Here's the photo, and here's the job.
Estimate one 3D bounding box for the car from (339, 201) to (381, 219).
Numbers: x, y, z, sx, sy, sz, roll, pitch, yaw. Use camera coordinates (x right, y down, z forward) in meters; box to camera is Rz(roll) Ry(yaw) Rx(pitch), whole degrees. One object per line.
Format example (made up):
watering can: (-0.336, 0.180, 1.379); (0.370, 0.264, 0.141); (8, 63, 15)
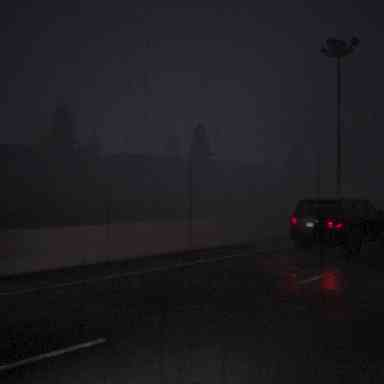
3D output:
car: (15.743, 1.610, 31.097); (4.674, 1.442, 1.812); (0, 0, -41)

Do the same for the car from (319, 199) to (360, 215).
car: (15.894, 1.586, 35.842); (4.902, 1.511, 2.128); (0, 0, -41)

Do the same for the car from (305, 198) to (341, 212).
car: (16.029, 1.582, 40.565); (5.008, 1.535, 1.882); (0, 0, -41)

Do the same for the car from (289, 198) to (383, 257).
car: (6.212, 1.257, 13.501); (5.566, 2.045, 2.150); (0, 0, -40)
